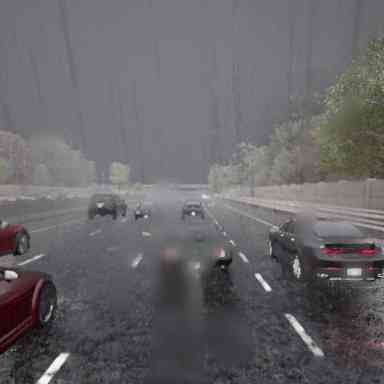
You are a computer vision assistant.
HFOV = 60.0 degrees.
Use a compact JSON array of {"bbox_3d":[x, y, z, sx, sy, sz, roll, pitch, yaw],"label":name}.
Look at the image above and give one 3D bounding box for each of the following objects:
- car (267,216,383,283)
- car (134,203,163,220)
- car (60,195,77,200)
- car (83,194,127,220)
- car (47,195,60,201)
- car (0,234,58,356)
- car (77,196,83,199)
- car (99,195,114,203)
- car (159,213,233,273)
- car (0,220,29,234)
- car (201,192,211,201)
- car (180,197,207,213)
[{"bbox_3d":[3.499,1.469,9.592,1.837,1.490,4.892,0,0,0],"label":"car"},{"bbox_3d":[-3.403,1.535,26.920,1.895,1.301,4.718,0,0,0],"label":"car"},{"bbox_3d":[-24.511,1.369,68.068,2.033,1.411,5.357,0,0,0],"label":"car"},{"bbox_3d":[-6.905,1.154,27.623,2.150,2.045,5.566,0,0,0],"label":"car"},{"bbox_3d":[-28.011,1.324,68.484,1.837,1.490,4.892,0,0,0],"label":"car"},{"bbox_3d":[-3.399,1.553,4.294,1.994,1.385,4.181,0,0,0],"label":"car"},{"bbox_3d":[-21.011,1.369,68.069,2.033,1.411,5.357,0,0,0],"label":"car"},{"bbox_3d":[-17.511,1.329,68.069,1.837,1.490,4.892,0,0,0],"label":"car"},{"bbox_3d":[0.098,1.574,10.590,1.895,1.301,4.718,0,0,0],"label":"car"},{"bbox_3d":[-6.906,1.326,10.176,2.097,1.767,4.553,0,0,0],"label":"car"},{"bbox_3d":[3.487,1.071,80.294,2.150,2.045,5.566,0,0,0],"label":"car"},{"bbox_3d":[0.096,1.436,28.353,1.837,1.490,4.892,0,0,0],"label":"car"}]
